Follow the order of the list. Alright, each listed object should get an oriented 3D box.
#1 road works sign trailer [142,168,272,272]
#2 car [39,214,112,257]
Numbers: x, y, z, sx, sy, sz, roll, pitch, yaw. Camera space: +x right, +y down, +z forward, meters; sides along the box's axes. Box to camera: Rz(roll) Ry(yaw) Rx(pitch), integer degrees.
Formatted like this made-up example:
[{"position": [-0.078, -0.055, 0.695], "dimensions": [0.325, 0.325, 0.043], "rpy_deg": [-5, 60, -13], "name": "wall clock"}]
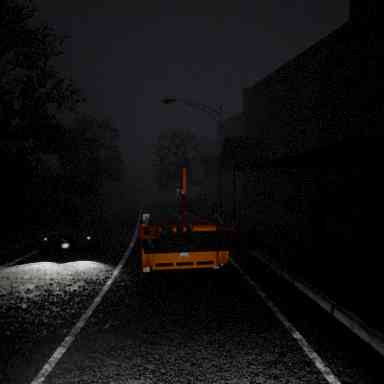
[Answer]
[{"position": [0.030, 0.791, 7.689], "dimensions": [2.380, 2.880, 3.560], "rpy_deg": [0, 0, -10], "name": "road works sign trailer"}, {"position": [-4.319, 1.569, 12.863], "dimensions": [1.994, 1.385, 4.181], "rpy_deg": [0, 0, -5], "name": "car"}]
